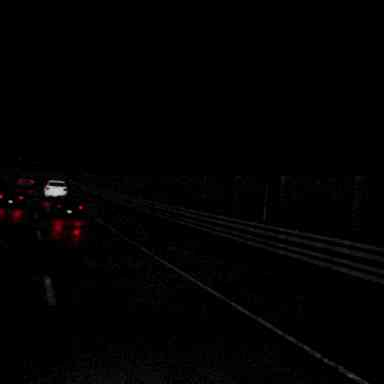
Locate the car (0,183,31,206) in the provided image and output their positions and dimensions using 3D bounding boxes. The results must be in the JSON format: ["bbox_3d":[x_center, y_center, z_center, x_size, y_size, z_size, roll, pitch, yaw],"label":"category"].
[{"bbox_3d":[-13.805,0.298,25.684,1.895,1.301,4.718,5,1,-25],"label":"car"}]

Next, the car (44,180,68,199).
[{"bbox_3d":[-14.653,-0.274,35.740,2.150,2.045,5.566,5,1,-24],"label":"car"}]

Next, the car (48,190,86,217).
[{"bbox_3d":[-8.466,0.842,22.544,1.895,1.301,4.718,5,0,-25],"label":"car"}]

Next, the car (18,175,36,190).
[{"bbox_3d":[-25.531,-1.560,51.450,2.150,2.045,5.566,5,0,-24],"label":"car"}]

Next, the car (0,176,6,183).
[{"bbox_3d":[-26.551,-1.449,45.155,2.097,1.767,4.553,5,1,-24],"label":"car"}]
